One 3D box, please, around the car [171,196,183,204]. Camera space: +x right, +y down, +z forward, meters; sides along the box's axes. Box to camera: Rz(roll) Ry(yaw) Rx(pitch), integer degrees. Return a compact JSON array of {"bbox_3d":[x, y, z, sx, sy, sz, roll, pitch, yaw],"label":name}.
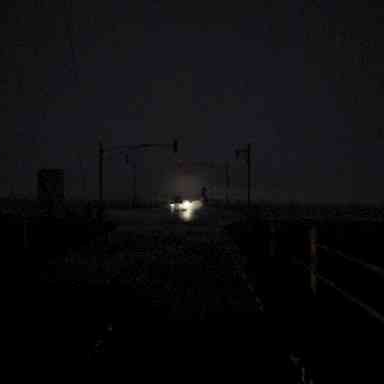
[{"bbox_3d":[-2.698,1.494,60.221,1.837,1.490,4.892,0,3,0],"label":"car"}]
